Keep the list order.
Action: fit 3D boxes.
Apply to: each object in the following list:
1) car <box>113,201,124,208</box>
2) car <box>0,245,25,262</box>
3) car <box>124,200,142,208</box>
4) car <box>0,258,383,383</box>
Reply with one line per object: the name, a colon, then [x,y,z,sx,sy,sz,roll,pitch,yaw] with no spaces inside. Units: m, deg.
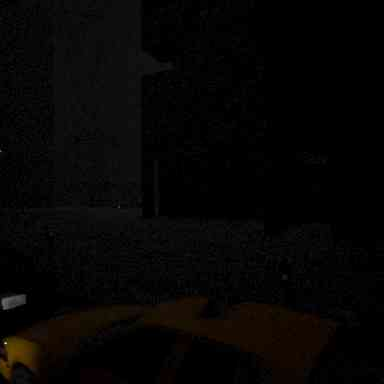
car: [-13.959,2.659,69.331,2.150,2.045,5.566,-1,-2,36]
car: [-4.230,1.630,5.985,4.313,1.339,1.947,-1,-1,36]
car: [-10.949,2.617,67.950,1.882,1.535,5.008,-1,-2,36]
car: [0.038,1.540,2.939,4.829,1.417,1.752,-1,-1,36]
